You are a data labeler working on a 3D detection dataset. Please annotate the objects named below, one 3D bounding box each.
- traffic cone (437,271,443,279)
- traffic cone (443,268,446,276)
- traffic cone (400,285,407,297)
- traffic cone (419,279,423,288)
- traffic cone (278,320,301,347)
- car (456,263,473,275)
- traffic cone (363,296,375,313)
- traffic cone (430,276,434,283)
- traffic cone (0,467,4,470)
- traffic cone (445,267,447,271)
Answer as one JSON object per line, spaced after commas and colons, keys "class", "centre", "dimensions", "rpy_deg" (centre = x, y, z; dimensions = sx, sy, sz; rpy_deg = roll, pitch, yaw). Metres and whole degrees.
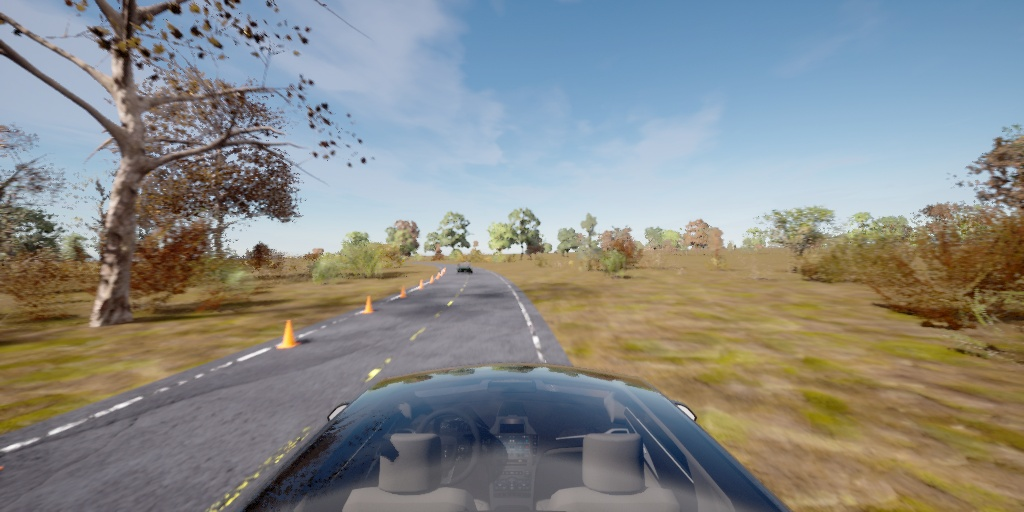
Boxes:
{"class": "traffic cone", "centre": [-6.762, 1.795, 32.929], "dimensions": [0.340, 0.580, 0.340], "rpy_deg": [0, 0, -7]}
{"class": "traffic cone", "centre": [-7.369, 1.803, 37.840], "dimensions": [0.340, 0.580, 0.340], "rpy_deg": [0, 0, -8]}
{"class": "traffic cone", "centre": [-5.498, 1.776, 18.137], "dimensions": [0.340, 0.580, 0.340], "rpy_deg": [0, 0, -3]}
{"class": "traffic cone", "centre": [-5.826, 1.781, 23.075], "dimensions": [0.340, 0.580, 0.340], "rpy_deg": [0, 0, -4]}
{"class": "traffic cone", "centre": [-5.121, 1.769, 8.247], "dimensions": [0.340, 0.580, 0.340], "rpy_deg": [0, 0, -1]}
{"class": "car", "centre": [-5.374, 1.426, 40.651], "dimensions": [1.895, 1.301, 4.718], "rpy_deg": [-1, 0, -8]}
{"class": "traffic cone", "centre": [-5.263, 1.772, 13.194], "dimensions": [0.340, 0.580, 0.340], "rpy_deg": [0, 0, -2]}
{"class": "traffic cone", "centre": [-6.248, 1.787, 28.006], "dimensions": [0.340, 0.580, 0.340], "rpy_deg": [0, 0, -5]}
{"class": "traffic cone", "centre": [-5.073, 1.768, 3.298], "dimensions": [0.340, 0.580, 0.340], "rpy_deg": [0, 0, 0]}
{"class": "traffic cone", "centre": [-8.068, 1.813, 42.739], "dimensions": [0.340, 0.580, 0.340], "rpy_deg": [0, 0, -9]}
